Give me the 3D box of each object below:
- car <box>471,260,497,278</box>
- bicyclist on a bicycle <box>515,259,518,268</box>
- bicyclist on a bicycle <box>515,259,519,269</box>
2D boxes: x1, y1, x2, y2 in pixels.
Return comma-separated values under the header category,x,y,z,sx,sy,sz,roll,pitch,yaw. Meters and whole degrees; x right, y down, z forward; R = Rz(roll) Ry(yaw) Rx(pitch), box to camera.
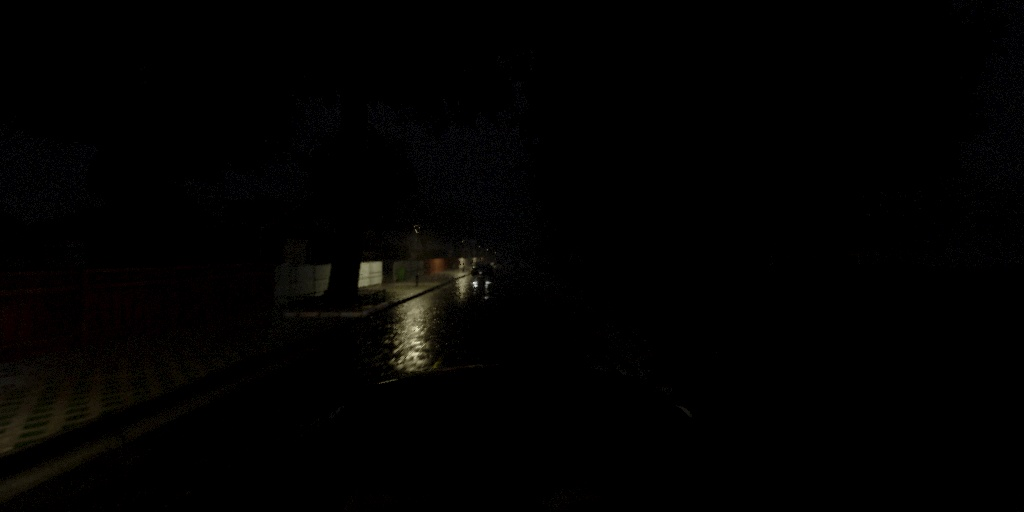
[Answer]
category,x,y,z,sx,sy,sz,roll,pitch,yaw
car,-2.857,1.278,35.117,2.128,1.511,4.902,0,0,0
bicyclist on a bicycle,0.731,1.288,61.139,0.582,1.620,1.656,0,-1,0
bicyclist on a bicycle,0.735,1.268,52.139,0.582,1.620,1.656,0,-1,0
